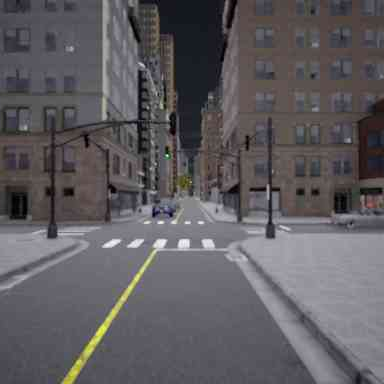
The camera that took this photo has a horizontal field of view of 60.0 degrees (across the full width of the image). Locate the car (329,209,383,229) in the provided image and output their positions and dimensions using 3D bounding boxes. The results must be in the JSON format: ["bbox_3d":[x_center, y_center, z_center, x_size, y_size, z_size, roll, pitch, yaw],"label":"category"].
[{"bbox_3d":[12.341,1.858,23.551,4.718,1.301,1.895,0,-1,0],"label":"car"}]

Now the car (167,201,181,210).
[{"bbox_3d":[-3.064,2.231,56.740,1.994,1.385,4.181,0,-1,1],"label":"car"}]

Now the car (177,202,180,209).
[{"bbox_3d":[-3.106,2.095,46.703,2.033,1.411,5.357,0,-1,0],"label":"car"}]

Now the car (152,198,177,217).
[{"bbox_3d":[-3.113,1.648,36.465,2.150,2.045,5.566,0,-1,-1],"label":"car"}]
